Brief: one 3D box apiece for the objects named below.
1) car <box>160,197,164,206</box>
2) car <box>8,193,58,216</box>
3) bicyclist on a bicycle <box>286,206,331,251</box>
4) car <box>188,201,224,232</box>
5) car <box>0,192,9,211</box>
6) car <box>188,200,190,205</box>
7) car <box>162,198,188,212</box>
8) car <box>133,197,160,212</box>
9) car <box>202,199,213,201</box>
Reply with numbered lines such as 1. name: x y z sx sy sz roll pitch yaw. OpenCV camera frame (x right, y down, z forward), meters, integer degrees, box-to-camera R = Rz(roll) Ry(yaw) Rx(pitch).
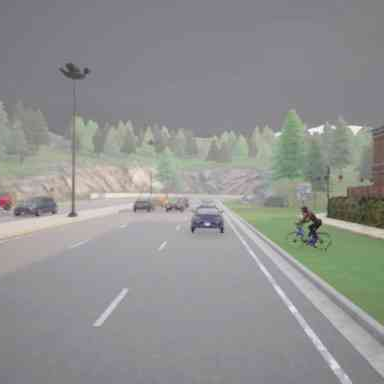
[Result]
1. car: -4.842 1.401 48.754 1.882 1.535 5.008 1 0 3
2. car: -13.822 1.170 29.632 2.097 1.767 4.553 1 0 3
3. bicyclist on a bicycle: 4.281 1.349 12.229 1.656 1.620 0.582 2 0 3
4. car: 0.925 1.531 19.914 1.812 1.442 4.674 1 0 3
5. car: -20.624 0.954 33.831 2.150 2.045 5.566 1 0 3
6. car: -1.361 1.515 48.318 2.033 1.411 5.357 1 0 3
7. car: -1.813 1.566 37.509 1.895 1.301 4.718 1 0 3
8. car: -5.316 1.413 37.504 2.128 1.511 4.902 1 0 3
9. car: 2.039 1.612 44.108 1.895 1.301 4.718 1 0 3
